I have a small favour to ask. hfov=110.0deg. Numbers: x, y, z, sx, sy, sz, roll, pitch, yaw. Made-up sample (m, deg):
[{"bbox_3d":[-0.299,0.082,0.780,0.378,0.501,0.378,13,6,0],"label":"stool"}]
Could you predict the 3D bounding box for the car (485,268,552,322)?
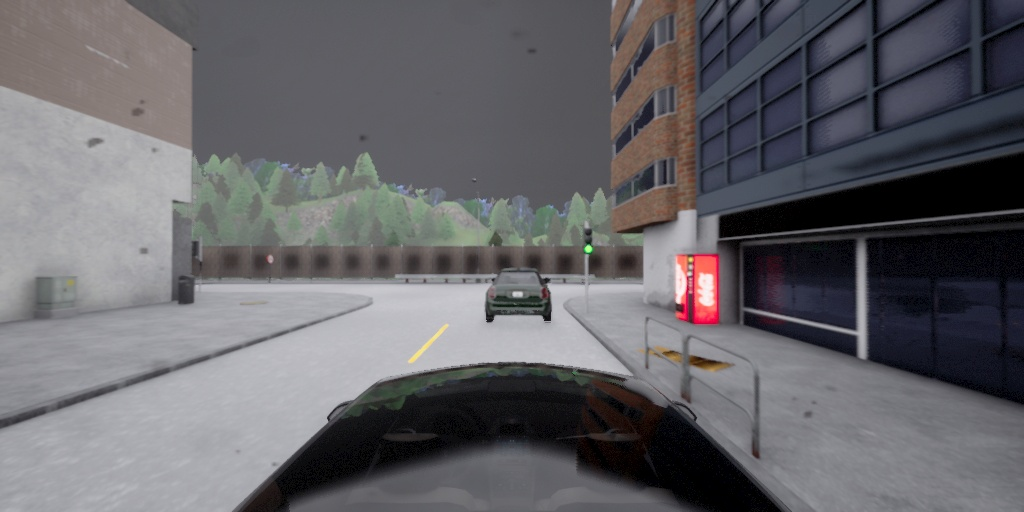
[{"bbox_3d":[0.314,1.201,12.956,2.097,1.767,4.553,0,0,4],"label":"car"}]
